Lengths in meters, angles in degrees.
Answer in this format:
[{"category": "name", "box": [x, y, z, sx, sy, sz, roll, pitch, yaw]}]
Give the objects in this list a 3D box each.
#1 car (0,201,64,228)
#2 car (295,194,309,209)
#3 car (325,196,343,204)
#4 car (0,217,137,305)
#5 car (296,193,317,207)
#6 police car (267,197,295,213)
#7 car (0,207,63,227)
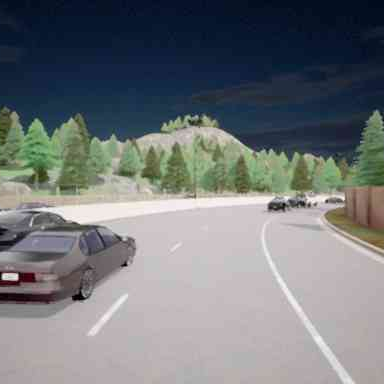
[{"category": "car", "box": [-11.257, 1.426, 22.688, 2.033, 1.411, 5.357, 0, 0, 14]}, {"category": "car", "box": [13.918, 1.447, 44.751, 1.837, 1.490, 4.892, 0, 0, 31]}, {"category": "car", "box": [26.736, 1.500, 62.688, 4.181, 1.385, 1.994, 0, 0, -44]}, {"category": "car", "box": [-2.892, 1.509, 8.261, 2.033, 1.411, 5.357, 0, 0, 6]}, {"category": "car", "box": [16.788, 1.167, 49.134, 2.150, 2.045, 5.566, 0, 0, 35]}, {"category": "police car", "box": [9.805, 1.368, 37.233, 1.930, 1.638, 5.238, 0, 0, 26]}, {"category": "car", "box": [-5.838, 1.440, 12.426, 1.837, 1.490, 4.892, 0, 0, 8]}]
